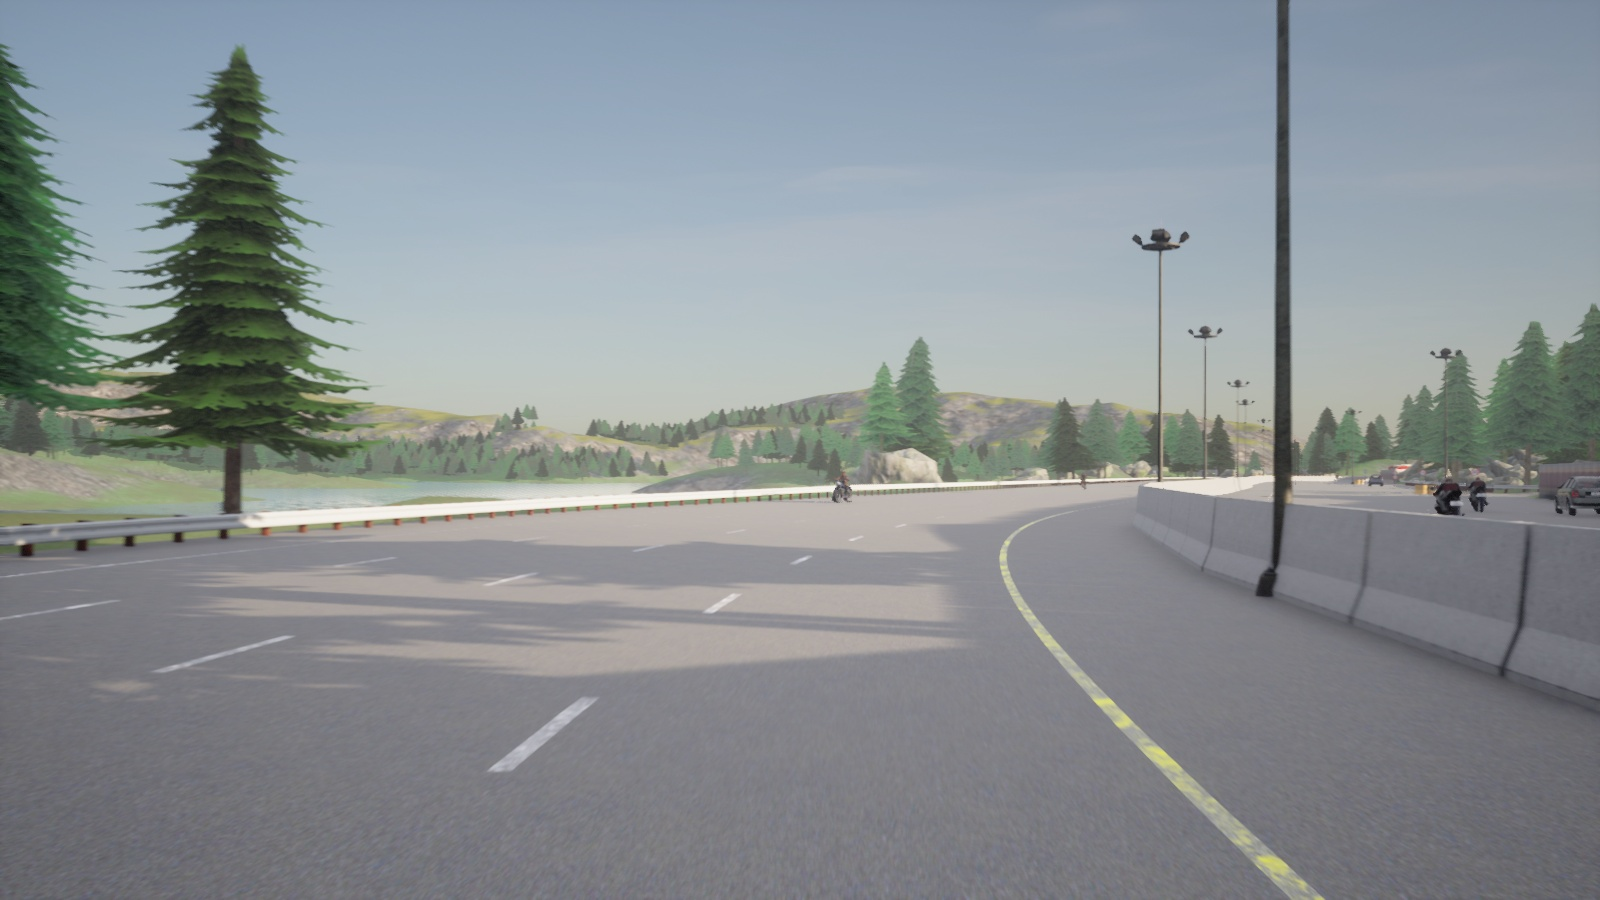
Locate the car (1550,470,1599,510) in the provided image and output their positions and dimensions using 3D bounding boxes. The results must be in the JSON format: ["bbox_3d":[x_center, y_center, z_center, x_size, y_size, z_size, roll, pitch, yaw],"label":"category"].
[{"bbox_3d":[31.594,1.592,50.534,1.789,1.549,3.705,0,-1,21],"label":"car"}]

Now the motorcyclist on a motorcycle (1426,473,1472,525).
[{"bbox_3d":[19.795,1.462,38.356,0.866,1.530,2.191,0,-1,17],"label":"motorcyclist on a motorcycle"}]

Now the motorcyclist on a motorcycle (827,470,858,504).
[{"bbox_3d":[2.085,1.789,61.559,0.766,1.649,2.350,0,-1,21],"label":"motorcyclist on a motorcycle"}]

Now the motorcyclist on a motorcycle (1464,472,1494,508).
[{"bbox_3d":[29.226,1.712,54.106,0.866,1.530,2.191,0,-1,21],"label":"motorcyclist on a motorcycle"}]
